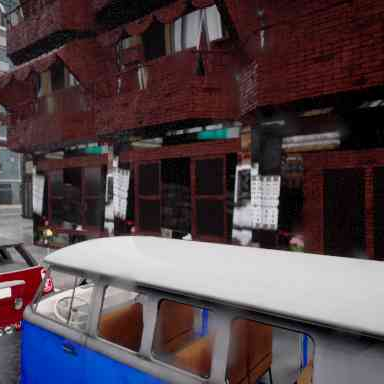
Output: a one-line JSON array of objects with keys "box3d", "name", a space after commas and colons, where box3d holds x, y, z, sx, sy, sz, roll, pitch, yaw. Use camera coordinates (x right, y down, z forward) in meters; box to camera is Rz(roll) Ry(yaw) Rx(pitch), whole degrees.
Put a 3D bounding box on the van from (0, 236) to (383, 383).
[{"box3d": [0.286, 1.341, 2.530, 3.998, 1.788, 1.690, 0, -1, 35], "name": "van"}]
